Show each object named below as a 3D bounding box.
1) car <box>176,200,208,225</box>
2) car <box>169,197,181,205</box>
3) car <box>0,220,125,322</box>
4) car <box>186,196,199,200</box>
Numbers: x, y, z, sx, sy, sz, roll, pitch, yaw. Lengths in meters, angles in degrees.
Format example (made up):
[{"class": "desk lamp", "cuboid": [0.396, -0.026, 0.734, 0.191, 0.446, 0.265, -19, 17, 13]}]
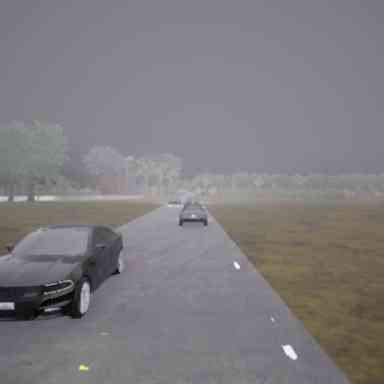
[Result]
[{"class": "car", "cuboid": [0.086, 1.550, 23.972, 1.994, 1.385, 4.181, 0, 0, 0]}, {"class": "car", "cuboid": [-2.790, 1.503, 56.155, 1.994, 1.385, 4.181, 0, 0, 0]}, {"class": "car", "cuboid": [-2.855, 1.476, 7.608, 1.882, 1.535, 5.008, 0, 0, 0]}, {"class": "car", "cuboid": [0.077, 1.317, 40.123, 2.097, 1.767, 4.553, 0, 0, 0]}]
